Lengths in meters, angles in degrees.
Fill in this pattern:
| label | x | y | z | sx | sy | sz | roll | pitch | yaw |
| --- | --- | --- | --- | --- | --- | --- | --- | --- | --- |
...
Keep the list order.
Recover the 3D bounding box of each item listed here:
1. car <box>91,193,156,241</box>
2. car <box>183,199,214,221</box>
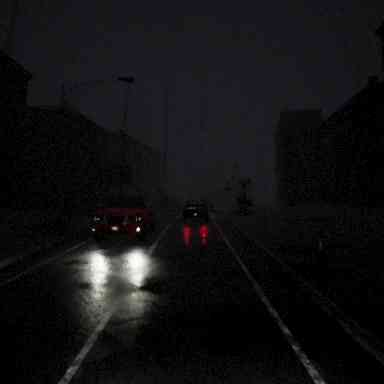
| label | x | y | z | sx | sy | sz | roll | pitch | yaw |
| --- | --- | --- | --- | --- | --- | --- | --- | --- | --- |
| car | -3.071 | 1.080 | 16.073 | 2.150 | 2.045 | 5.566 | 0 | 0 | 1 |
| car | 0.327 | 1.347 | 25.142 | 2.128 | 1.511 | 4.902 | 0 | 0 | 2 |
